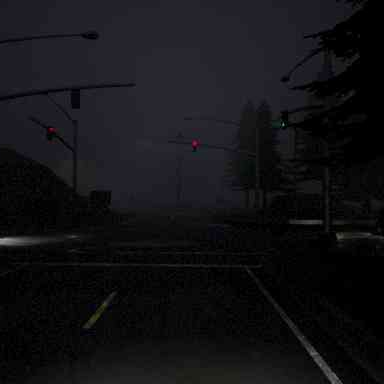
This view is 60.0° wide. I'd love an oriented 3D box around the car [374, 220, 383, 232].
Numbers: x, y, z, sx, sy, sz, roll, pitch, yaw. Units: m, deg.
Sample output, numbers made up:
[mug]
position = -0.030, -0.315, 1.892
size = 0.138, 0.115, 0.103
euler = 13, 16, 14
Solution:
[car]
position = 14.210, 1.867, 21.210
size = 4.553, 1.767, 2.097
euler = 0, -1, 0
